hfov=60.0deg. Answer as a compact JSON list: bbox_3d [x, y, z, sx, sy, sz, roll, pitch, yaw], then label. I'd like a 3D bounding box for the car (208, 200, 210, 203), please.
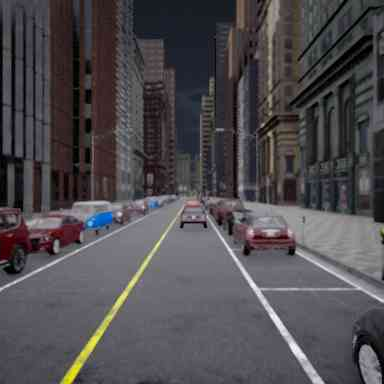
[{"bbox_3d":[2.767,1.697,30.512,1.887,1.381,4.507,0,0,0],"label":"car"}]

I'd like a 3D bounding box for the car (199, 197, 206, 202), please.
[{"bbox_3d":[2.780,2.030,86.874,1.802,1.307,4.206,0,0,0],"label":"car"}]

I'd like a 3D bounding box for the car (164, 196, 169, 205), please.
[{"bbox_3d":[-5.751,1.846,58.687,2.008,1.369,4.403,0,0,0],"label":"car"}]

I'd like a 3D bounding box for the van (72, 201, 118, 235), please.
[{"bbox_3d":[-5.761,1.437,19.233,1.690,1.788,3.998,0,0,0],"label":"van"}]

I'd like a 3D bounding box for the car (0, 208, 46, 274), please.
[{"bbox_3d":[-5.764,1.355,7.959,2.192,1.841,5.009,0,0,0],"label":"car"}]

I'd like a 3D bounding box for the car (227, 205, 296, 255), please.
[{"bbox_3d":[2.763,1.508,13.603,1.967,1.590,4.097,0,0,0],"label":"car"}]

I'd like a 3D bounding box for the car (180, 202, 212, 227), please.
[{"bbox_3d":[0.105,1.665,23.660,2.033,1.411,5.357,0,0,0],"label":"car"}]

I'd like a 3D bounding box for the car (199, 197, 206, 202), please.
[{"bbox_3d":[2.781,2.061,92.511,1.802,1.307,4.206,0,0,0],"label":"car"}]

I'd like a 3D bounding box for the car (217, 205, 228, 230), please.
[{"bbox_3d":[2.765,1.662,19.239,1.947,1.339,4.313,0,0,0],"label":"car"}]

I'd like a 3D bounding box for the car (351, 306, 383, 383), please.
[{"bbox_3d":[2.761,1.563,2.331,2.008,1.369,4.403,0,0,0],"label":"car"}]

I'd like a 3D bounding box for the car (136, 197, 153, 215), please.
[{"bbox_3d":[-5.757,1.620,36.142,1.967,1.590,4.097,0,0,0],"label":"car"}]

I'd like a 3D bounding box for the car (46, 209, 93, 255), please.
[{"bbox_3d":[-5.762,1.613,13.595,1.887,1.381,4.507,0,0,0],"label":"car"}]

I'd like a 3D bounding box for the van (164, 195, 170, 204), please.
[{"bbox_3d":[-5.751,1.666,64.325,1.690,1.788,3.998,0,0,0],"label":"van"}]

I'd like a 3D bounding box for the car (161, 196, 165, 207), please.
[{"bbox_3d":[-5.753,1.790,52.882,1.752,1.417,4.829,0,0,0],"label":"car"}]

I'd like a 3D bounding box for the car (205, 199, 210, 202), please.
[{"bbox_3d":[2.769,1.746,36.148,1.947,1.339,4.313,0,0,0],"label":"car"}]

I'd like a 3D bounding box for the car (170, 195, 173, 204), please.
[{"bbox_3d":[-5.749,1.796,69.961,1.967,1.590,4.097,0,0,0],"label":"car"}]

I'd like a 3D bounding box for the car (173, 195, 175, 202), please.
[{"bbox_3d":[-5.748,1.701,75.599,2.192,1.841,5.009,0,0,0],"label":"car"}]

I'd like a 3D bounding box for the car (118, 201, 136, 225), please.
[{"bbox_3d":[-5.759,1.564,24.869,1.967,1.590,4.097,0,0,0],"label":"car"}]

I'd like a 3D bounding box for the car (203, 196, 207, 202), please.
[{"bbox_3d":[2.771,1.677,47.420,1.967,1.590,4.097,0,0,0],"label":"car"}]

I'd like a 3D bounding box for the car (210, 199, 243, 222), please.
[{"bbox_3d":[2.765,1.439,24.877,2.192,1.841,5.009,0,0,0],"label":"car"}]

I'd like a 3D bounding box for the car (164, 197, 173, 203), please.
[{"bbox_3d":[-5.746,1.983,81.234,1.947,1.339,4.313,0,0,0],"label":"car"}]

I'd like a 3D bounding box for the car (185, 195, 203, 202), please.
[{"bbox_3d":[0.105,1.576,45.020,2.097,1.767,4.553,0,0,0],"label":"car"}]

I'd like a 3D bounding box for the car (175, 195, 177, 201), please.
[{"bbox_3d":[-5.745,2.014,86.870,1.947,1.339,4.313,0,0,0],"label":"car"}]

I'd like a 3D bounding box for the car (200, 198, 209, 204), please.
[{"bbox_3d":[2.778,1.968,75.601,1.802,1.307,4.206,0,0,0],"label":"car"}]

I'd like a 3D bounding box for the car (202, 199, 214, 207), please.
[{"bbox_3d":[2.774,1.861,58.692,1.947,1.339,4.313,0,0,0],"label":"car"}]

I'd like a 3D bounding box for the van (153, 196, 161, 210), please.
[{"bbox_3d":[-5.755,1.577,47.416,1.690,1.788,3.998,0,0,0],"label":"van"}]
